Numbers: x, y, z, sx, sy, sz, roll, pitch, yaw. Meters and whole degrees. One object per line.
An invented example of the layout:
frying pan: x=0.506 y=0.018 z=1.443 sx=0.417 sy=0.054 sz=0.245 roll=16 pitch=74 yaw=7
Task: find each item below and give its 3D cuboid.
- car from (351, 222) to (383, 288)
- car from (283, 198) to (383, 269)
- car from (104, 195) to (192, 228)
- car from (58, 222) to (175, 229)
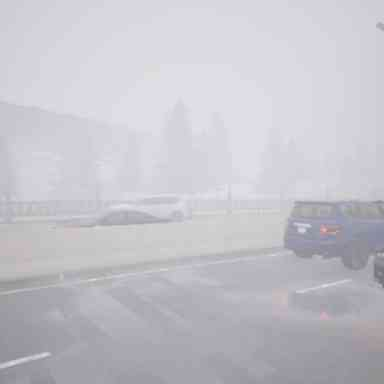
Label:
car: x=6.099 y=1.506 z=7.407 sx=4.902 sy=1.511 sz=2.128 roll=0 pitch=0 yaw=-30
car: x=5.594 y=1.235 z=11.178 sx=5.566 sy=2.045 sz=2.150 roll=0 pitch=0 yaw=-29
car: x=-2.921 y=1.215 z=22.699 sx=5.566 sy=2.045 sz=2.150 roll=0 pitch=0 yaw=-30
car: x=-3.324 y=1.470 z=14.211 sx=5.008 sy=1.535 sz=1.882 roll=0 pitch=0 yaw=-32
